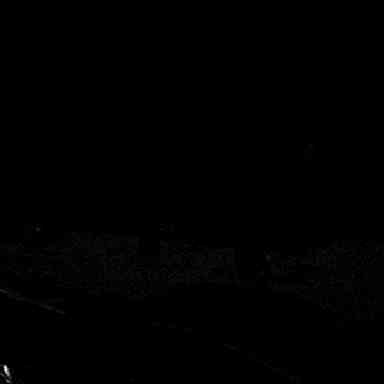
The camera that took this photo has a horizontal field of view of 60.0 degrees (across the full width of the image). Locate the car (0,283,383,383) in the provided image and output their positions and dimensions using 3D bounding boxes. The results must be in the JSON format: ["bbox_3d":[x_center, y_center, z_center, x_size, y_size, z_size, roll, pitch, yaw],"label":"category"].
[{"bbox_3d":[-0.079,1.565,3.021,4.313,1.339,1.947,0,0,35],"label":"car"}]
